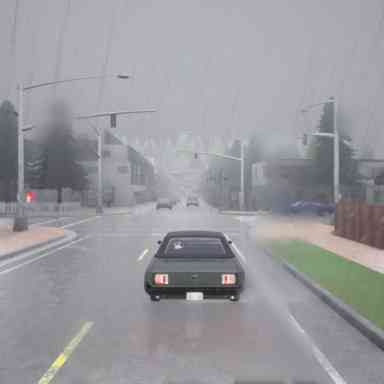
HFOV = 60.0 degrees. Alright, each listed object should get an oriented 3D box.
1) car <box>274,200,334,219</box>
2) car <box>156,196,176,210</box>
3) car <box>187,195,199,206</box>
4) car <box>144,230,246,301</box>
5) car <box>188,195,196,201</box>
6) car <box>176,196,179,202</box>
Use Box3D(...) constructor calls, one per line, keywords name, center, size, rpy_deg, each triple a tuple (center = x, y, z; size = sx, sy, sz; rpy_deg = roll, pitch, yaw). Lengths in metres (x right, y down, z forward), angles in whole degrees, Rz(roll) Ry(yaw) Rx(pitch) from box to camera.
Box3D(name="car", center=(9.674, 1.458, 28.800), size=(5.008, 1.535, 1.882), rpy_deg=(0, 0, -5))
Box3D(name="car", center=(-3.595, 1.477, 44.121), size=(1.882, 1.535, 5.008), rpy_deg=(0, 0, 0))
Box3D(name="car", center=(0.093, 1.600, 53.973), size=(1.895, 1.301, 4.718), rpy_deg=(0, 0, 0))
Box3D(name="car", center=(0.068, 1.601, 8.245), size=(1.895, 1.301, 4.718), rpy_deg=(0, 0, 0))
Box3D(name="car", center=(-0.001, 1.478, 81.512), size=(1.882, 1.535, 5.008), rpy_deg=(0, 0, 0))
Box3D(name="car", center=(-3.588, 1.499, 55.016), size=(1.837, 1.490, 4.892), rpy_deg=(0, 1, 0))
